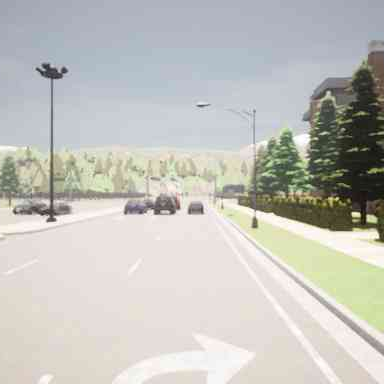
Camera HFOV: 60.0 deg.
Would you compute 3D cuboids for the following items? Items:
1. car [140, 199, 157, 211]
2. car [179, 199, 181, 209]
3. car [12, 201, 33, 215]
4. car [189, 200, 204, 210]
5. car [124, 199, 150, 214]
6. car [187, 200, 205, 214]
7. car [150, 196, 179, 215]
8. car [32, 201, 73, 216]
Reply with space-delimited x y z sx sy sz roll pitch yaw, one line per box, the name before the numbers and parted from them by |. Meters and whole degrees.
car | -6.336 1.862 48.836 1.837 1.490 4.892 0 0 1
car | -2.836 1.577 48.800 2.150 2.045 5.566 0 0 1
car | -18.117 1.769 37.264 2.128 1.511 4.902 0 -1 2
car | 0.669 1.921 49.013 1.994 1.385 4.181 0 0 1
car | -6.529 1.637 38.912 2.097 1.767 4.553 0 0 1
car | 0.473 1.775 38.949 2.128 1.511 4.902 0 0 1
car | -3.043 1.500 38.158 2.150 2.045 5.566 0 0 1
car | -14.651 1.813 35.955 2.033 1.411 5.357 0 0 1
